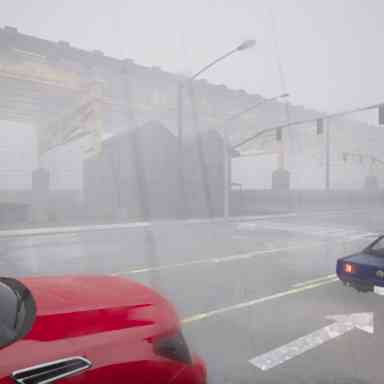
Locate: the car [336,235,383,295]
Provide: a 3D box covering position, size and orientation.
[{"bbox_3d":[5.427,1.599,7.616,4.718,1.301,1.895,0,0,-35],"label":"car"}]

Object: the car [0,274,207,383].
[{"bbox_3d":[-2.526,1.222,1.943,5.566,2.045,2.150,0,0,-36],"label":"car"}]
